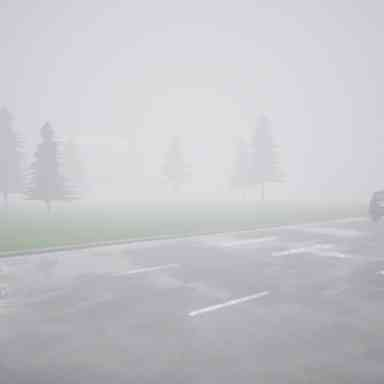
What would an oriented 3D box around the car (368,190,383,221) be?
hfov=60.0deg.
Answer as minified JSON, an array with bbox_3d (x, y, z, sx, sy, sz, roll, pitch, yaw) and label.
[{"bbox_3d":[14.185,0.893,22.514,5.566,2.045,2.150,-1,1,-35],"label":"car"}]
